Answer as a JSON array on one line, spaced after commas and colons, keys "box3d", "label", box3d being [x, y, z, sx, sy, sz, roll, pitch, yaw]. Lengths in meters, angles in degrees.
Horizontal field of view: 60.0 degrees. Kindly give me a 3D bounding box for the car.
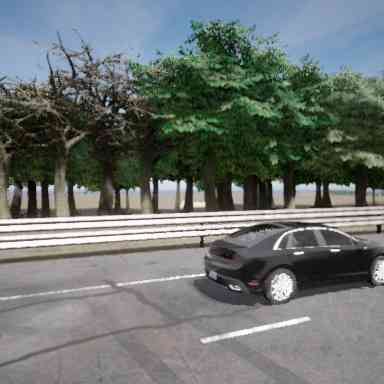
[{"box3d": [2.643, 1.457, 7.854, 4.892, 1.490, 1.837, 0, 0, -24], "label": "car"}]
